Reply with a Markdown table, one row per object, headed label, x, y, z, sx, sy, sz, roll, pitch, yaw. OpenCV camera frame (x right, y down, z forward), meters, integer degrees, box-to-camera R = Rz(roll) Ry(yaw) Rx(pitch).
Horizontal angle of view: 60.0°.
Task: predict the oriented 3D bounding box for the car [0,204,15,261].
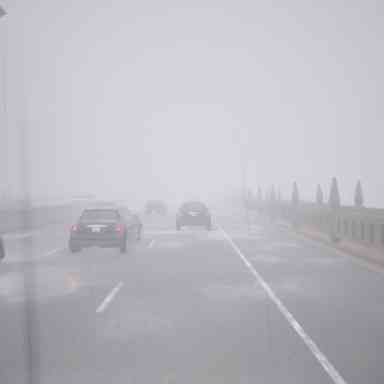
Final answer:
| label | x | y | z | sx | sy | sz | roll | pitch | yaw |
| --- | --- | --- | --- | --- | --- | --- | --- | --- | --- |
| car | -6.901 | 1.353 | 8.570 | 2.097 | 1.767 | 4.553 | 0 | 0 | 0 |

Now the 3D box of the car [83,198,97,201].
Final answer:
| label | x | y | z | sx | sy | sz | roll | pitch | yaw |
| --- | --- | --- | --- | --- | --- | --- | --- | --- | --- |
| car | -6.901 | 1.507 | 26.658 | 1.837 | 1.490 | 4.892 | 0 | 0 | 0 |

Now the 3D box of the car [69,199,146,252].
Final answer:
| label | x | y | z | sx | sy | sz | roll | pitch | yaw |
| --- | --- | --- | --- | --- | --- | --- | --- | --- | --- |
| car | -3.401 | 1.353 | 13.940 | 2.097 | 1.767 | 4.553 | 0 | 0 | 0 |

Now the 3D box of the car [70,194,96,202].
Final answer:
| label | x | y | z | sx | sy | sz | roll | pitch | yaw |
| --- | --- | --- | --- | --- | --- | --- | --- | --- | --- |
| car | -14.023 | 1.228 | 43.363 | 2.150 | 2.045 | 5.566 | 0 | 0 | 0 |

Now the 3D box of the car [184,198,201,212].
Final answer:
| label | x | y | z | sx | sy | sz | roll | pitch | yaw |
| --- | --- | --- | --- | --- | --- | --- | --- | --- | --- |
| car | 0.087 | 1.479 | 39.301 | 1.882 | 1.535 | 5.008 | 0 | 0 | 0 |

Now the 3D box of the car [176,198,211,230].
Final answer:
| label | x | y | z | sx | sy | sz | roll | pitch | yaw |
| --- | --- | --- | --- | --- | --- | --- | --- | --- | --- |
| car | 0.101 | 1.353 | 21.402 | 2.097 | 1.767 | 4.553 | 0 | 0 | 0 |

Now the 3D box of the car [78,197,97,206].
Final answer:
| label | x | y | z | sx | sy | sz | roll | pitch | yaw |
| --- | --- | --- | --- | --- | --- | --- | --- | --- | --- |
| car | -17.502 | 1.557 | 55.913 | 1.812 | 1.442 | 4.674 | 0 | 0 | 0 |

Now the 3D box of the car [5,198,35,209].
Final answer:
| label | x | y | z | sx | sy | sz | roll | pitch | yaw |
| --- | --- | --- | --- | --- | --- | --- | --- | --- | --- |
| car | -21.044 | 1.509 | 40.596 | 1.837 | 1.490 | 4.892 | 0 | 0 | 1 |

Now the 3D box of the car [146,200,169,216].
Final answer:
| label | x | y | z | sx | sy | sz | roll | pitch | yaw |
| --- | --- | --- | --- | --- | --- | --- | --- | --- | --- |
| car | -3.402 | 1.506 | 32.100 | 1.837 | 1.490 | 4.892 | 0 | 0 | 0 |
